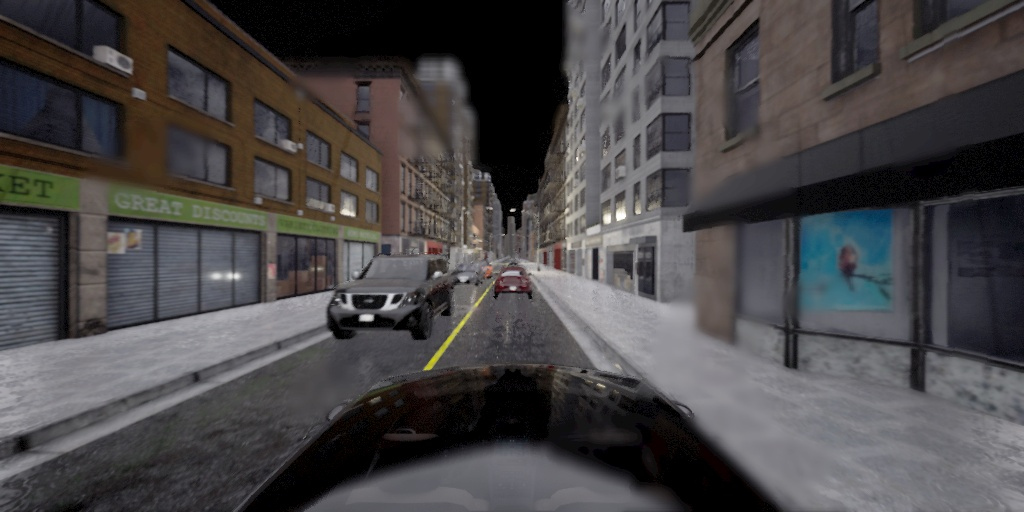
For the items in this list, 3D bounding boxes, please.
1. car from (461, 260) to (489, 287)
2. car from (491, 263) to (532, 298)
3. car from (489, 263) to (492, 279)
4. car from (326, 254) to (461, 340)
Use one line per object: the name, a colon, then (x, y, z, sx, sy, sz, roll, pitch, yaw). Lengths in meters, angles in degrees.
car: (-2.981, 1.259, 24.503, 2.128, 1.511, 4.902, 0, 0, 1)
car: (0.056, 1.292, 18.609, 1.812, 1.442, 4.674, 0, 0, 0)
car: (-2.889, 1.163, 32.943, 2.097, 1.767, 4.553, 0, 0, 0)
car: (-3.073, 0.969, 10.374, 2.150, 2.045, 5.566, 0, 0, 0)
